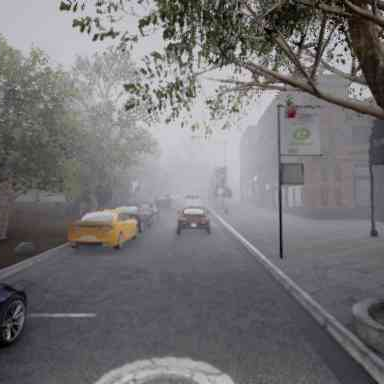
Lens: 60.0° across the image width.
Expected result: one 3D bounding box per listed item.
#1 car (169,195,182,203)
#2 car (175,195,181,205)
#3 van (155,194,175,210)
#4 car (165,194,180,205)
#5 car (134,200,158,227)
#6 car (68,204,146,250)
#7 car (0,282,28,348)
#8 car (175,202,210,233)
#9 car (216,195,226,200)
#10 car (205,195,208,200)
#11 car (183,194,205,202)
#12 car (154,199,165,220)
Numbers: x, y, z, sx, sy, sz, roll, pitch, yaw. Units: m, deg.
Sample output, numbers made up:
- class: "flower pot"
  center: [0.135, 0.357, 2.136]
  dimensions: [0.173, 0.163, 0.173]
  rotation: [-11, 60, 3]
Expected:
- class: "car"
  center: [-3.187, 1.379, 65.125]
  dimensions: [2.097, 1.535, 5.008]
  rotation: [0, 0, 2]
- class: "car"
  center: [-3.425, 1.444, 53.714]
  dimensions: [2.231, 1.521, 4.892]
  rotation: [0, 0, 2]
- class: "van"
  center: [-3.644, 1.257, 42.460]
  dimensions: [1.878, 1.987, 4.442]
  rotation: [1, 0, 2]
- class: "car"
  center: [-3.426, 1.284, 59.422]
  dimensions: [2.185, 1.767, 4.553]
  rotation: [-1, 1, 2]
- class: "car"
  center: [-3.653, 1.496, 20.049]
  dimensions: [2.097, 1.535, 5.008]
  rotation: [0, 0, 2]
- class: "car"
  center: [-3.643, 1.492, 14.488]
  dimensions: [2.097, 1.535, 5.008]
  rotation: [1, 0, 2]
- class: "car"
  center: [-3.637, 1.513, 3.379]
  dimensions: [2.163, 1.488, 4.792]
  rotation: [1, 0, 2]
- class: "car"
  center: [0.092, 1.541, 19.693]
  dimensions: [1.812, 1.442, 4.674]
  rotation: [0, 0, 0]
- class: "car"
  center: [6.815, 1.494, 91.423]
  dimensions: [2.097, 1.535, 5.008]
  rotation: [-3, -3, 36]
- class: "car"
  center: [3.378, 1.437, 86.676]
  dimensions: [2.231, 1.521, 4.892]
  rotation: [-2, -1, 29]
- class: "car"
  center: [0.083, 1.229, 41.002]
  dimensions: [2.150, 2.045, 5.566]
  rotation: [0, 0, 0]
- class: "car"
  center: [-3.658, 1.529, 25.656]
  dimensions: [2.163, 1.488, 4.792]
  rotation: [0, 0, 2]
